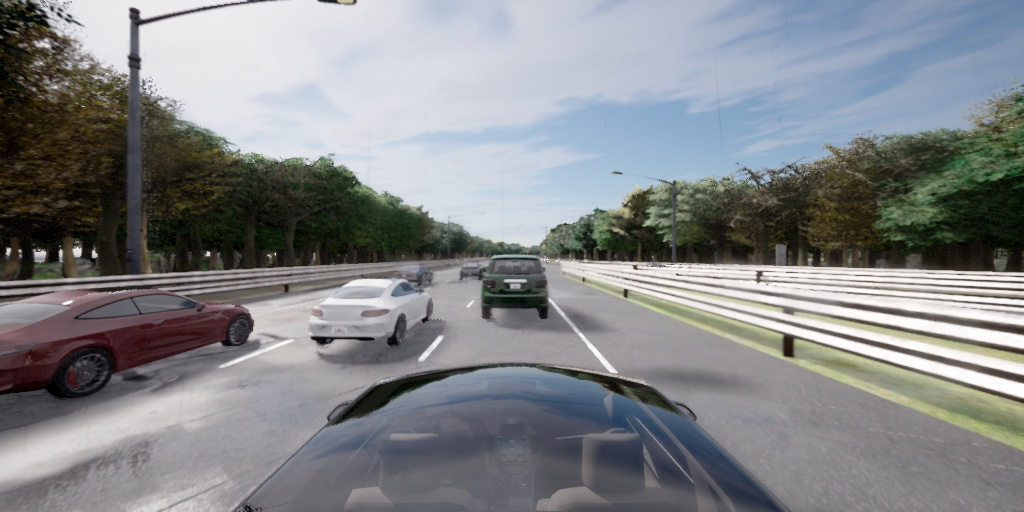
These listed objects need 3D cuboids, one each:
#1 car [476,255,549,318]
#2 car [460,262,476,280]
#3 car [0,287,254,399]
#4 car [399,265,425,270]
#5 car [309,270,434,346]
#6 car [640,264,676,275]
[{"bbox_3d":[0.099,0.987,13.181,2.150,2.045,5.566,0,0,0],"label":"car"},{"bbox_3d":[-3.400,1.285,31.440,2.128,1.511,4.902,0,0,0],"label":"car"},{"bbox_3d":[-6.894,1.274,6.359,1.812,1.442,4.674,0,0,0],"label":"car"},{"bbox_3d":[-6.903,1.331,25.433,2.033,1.411,5.357,0,0,0],"label":"car"},{"bbox_3d":[-3.396,1.280,9.367,1.812,1.442,4.674,1,0,0],"label":"car"},{"bbox_3d":[13.035,1.438,33.918,2.033,1.411,5.357,0,0,-14],"label":"car"}]
